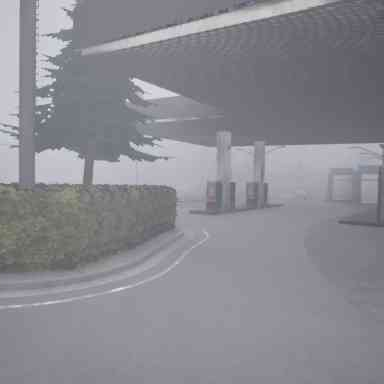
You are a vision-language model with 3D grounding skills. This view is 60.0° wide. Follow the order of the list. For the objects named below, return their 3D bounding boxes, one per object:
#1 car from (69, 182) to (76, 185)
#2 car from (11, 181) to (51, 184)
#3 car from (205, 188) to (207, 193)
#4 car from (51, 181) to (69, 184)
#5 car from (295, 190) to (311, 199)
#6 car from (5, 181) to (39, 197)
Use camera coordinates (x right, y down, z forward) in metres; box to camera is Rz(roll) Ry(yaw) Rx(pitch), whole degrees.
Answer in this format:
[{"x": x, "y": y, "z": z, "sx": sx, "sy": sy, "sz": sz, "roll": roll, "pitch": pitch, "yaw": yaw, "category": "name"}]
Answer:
[{"x": -25.349, "y": -1.274, "z": 68.052, "sx": 4.605, "sy": 1.855, "sz": 1.932, "roll": 2, "pitch": 2, "yaw": 35, "category": "car"}, {"x": -17.164, "y": -0.169, "z": 35.189, "sx": 3.866, "sy": 1.878, "sz": 1.905, "roll": 2, "pitch": 2, "yaw": 35, "category": "car"}, {"x": 4.976, "y": -0.343, "z": 65.563, "sx": 5.027, "sy": 1.636, "sz": 2.152, "roll": 2, "pitch": 2, "yaw": 35, "category": "car"}, {"x": -26.688, "y": -1.246, "z": 65.441, "sx": 3.866, "sy": 1.878, "sz": 1.905, "roll": 2, "pitch": 2, "yaw": 35, "category": "car"}, {"x": 18.915, "y": 0.399, "z": 56.682, "sx": 1.812, "sy": 1.442, "sz": 4.674, "roll": 2, "pitch": 2, "yaw": 35, "category": "car"}, {"x": -21.692, "y": -0.452, "z": 42.409, "sx": 4.605, "sy": 1.855, "sz": 1.932, "roll": 2, "pitch": 2, "yaw": 35, "category": "car"}]
